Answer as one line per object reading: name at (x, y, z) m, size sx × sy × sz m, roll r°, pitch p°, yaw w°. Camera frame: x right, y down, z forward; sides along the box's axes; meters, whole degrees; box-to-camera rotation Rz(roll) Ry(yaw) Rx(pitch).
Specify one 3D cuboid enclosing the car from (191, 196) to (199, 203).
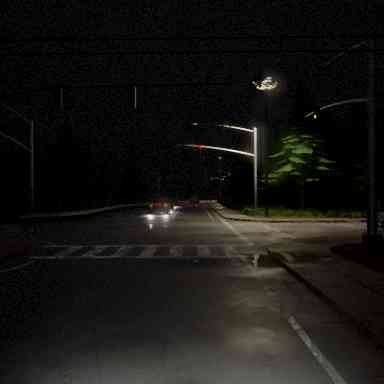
car at (0.708, 1.631, 75.730) m, size 1.837 × 1.490 × 4.892 m, roll 0°, pitch 0°, yaw 2°

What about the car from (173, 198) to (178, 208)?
car at (-3.552, 1.632, 47.102) m, size 2.128 × 1.511 × 4.902 m, roll 0°, pitch 0°, yaw 0°

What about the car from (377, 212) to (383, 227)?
car at (12.717, 1.536, 18.428) m, size 4.674 × 1.442 × 1.812 m, roll 0°, pitch 0°, yaw 1°

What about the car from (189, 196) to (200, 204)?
car at (0.379, 1.691, 65.423) m, size 1.812 × 1.442 × 4.674 m, roll 0°, pitch 0°, yaw 2°

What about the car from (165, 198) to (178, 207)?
car at (-3.449, 1.729, 57.102) m, size 1.994 × 1.385 × 4.181 m, roll 0°, pitch 0°, yaw 1°

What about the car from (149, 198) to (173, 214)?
car at (-3.577, 1.468, 37.301) m, size 2.097 × 1.767 × 4.553 m, roll 0°, pitch 0°, yaw 0°

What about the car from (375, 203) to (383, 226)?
car at (15.165, 1.484, 22.084) m, size 5.008 × 1.535 × 1.882 m, roll 0°, pitch 0°, yaw 1°
